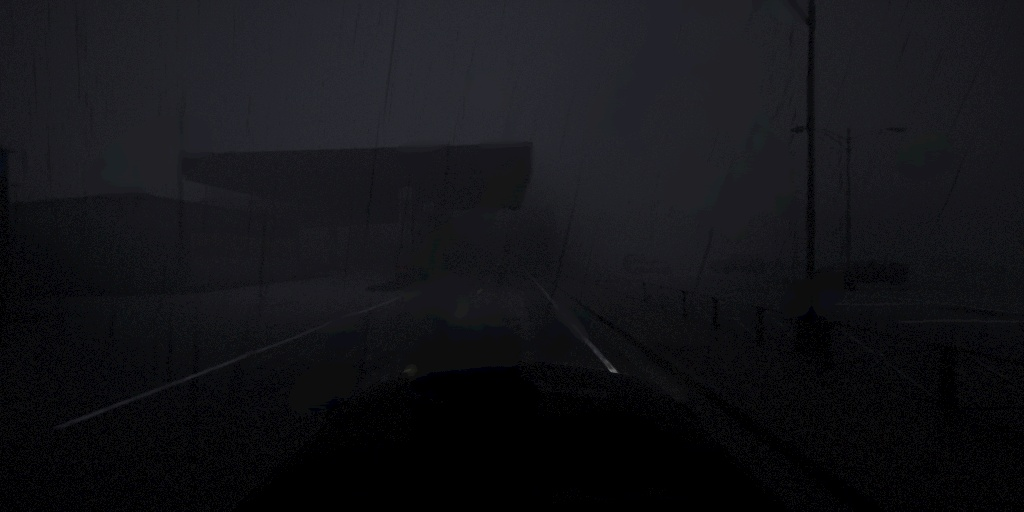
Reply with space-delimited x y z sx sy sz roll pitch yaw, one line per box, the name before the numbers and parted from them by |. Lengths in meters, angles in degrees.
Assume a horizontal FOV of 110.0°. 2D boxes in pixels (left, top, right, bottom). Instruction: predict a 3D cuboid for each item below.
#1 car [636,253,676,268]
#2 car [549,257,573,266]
car | 24.152 0.555 59.504 5.566 2.045 2.150 -1 0 0
car | 7.931 0.864 59.479 4.674 1.442 1.812 0 0 0
